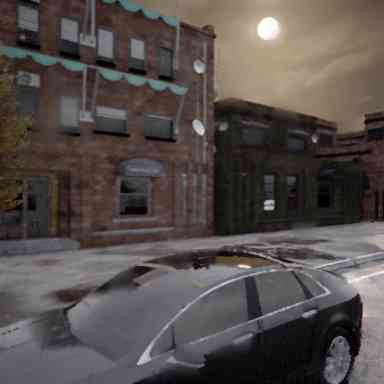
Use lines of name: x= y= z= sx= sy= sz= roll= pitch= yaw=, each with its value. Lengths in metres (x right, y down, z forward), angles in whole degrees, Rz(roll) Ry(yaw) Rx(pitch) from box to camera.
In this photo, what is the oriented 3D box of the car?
car: x=-0.011 y=1.507 z=3.675 sx=4.892 sy=1.490 sz=1.837 roll=0 pitch=0 yaw=-35
